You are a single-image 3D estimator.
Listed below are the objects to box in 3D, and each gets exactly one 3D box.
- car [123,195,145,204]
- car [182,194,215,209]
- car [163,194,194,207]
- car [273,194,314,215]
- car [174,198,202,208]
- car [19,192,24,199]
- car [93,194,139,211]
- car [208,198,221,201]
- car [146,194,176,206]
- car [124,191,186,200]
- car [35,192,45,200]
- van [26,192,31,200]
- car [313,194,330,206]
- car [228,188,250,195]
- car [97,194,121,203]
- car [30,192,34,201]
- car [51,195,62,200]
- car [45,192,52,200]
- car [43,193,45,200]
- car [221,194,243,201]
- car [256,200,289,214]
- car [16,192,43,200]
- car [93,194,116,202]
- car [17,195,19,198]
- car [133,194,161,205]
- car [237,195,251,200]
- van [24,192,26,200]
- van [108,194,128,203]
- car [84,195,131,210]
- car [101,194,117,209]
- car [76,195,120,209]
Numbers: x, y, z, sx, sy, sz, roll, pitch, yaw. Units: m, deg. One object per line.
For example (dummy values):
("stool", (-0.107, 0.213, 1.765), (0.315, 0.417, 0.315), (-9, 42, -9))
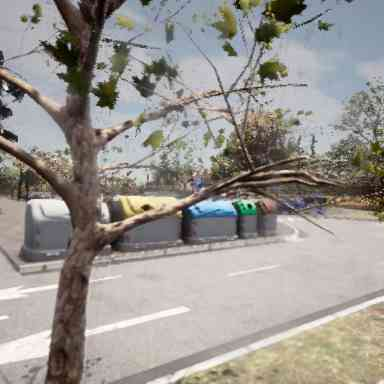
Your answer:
("car", (-12.621, 1.685, 72.458), (2.185, 1.767, 4.553), (1, -2, 35))
("car", (1.180, 1.543, 52.599), (2.435, 2.045, 5.566), (1, -2, 35))
("car", (-2.235, 1.550, 57.614), (2.435, 2.045, 5.566), (1, -2, 35))
("car", (11.544, 1.533, 37.757), (2.435, 2.045, 5.566), (1, -2, 35))
("car", (-0.558, 1.826, 55.073), (2.163, 1.488, 4.792), (1, -2, 35))
("car", (-35.256, 0.994, 75.455), (2.435, 2.045, 5.566), (0, -1, 35))
("car", (-8.290, 1.090, 36.516), (2.185, 1.767, 4.553), (0, -1, 35))
("car", (4.650, 1.667, 47.681), (2.185, 1.767, 4.553), (1, -2, 35))
("car", (-5.724, 1.551, 62.530), (2.435, 2.045, 5.566), (1, -2, 35))
("car", (-3.214, 0.959, 29.223), (2.435, 2.045, 5.566), (1, -1, 35))
("car", (-26.850, 1.112, 63.251), (2.185, 1.767, 4.553), (0, -1, 35))
("van", (-31.957, 1.015, 70.470), (1.878, 1.987, 4.442), (1, -1, 35))
("car", (15.673, 0.936, 43.827), (1.882, 1.535, 5.008), (2, 2, -34))
("car", (7.666, 0.041, 55.503), (1.994, 1.385, 4.181), (2, 3, -34))
("car", (-21.219, 1.567, 84.869), (2.435, 2.045, 5.566), (1, -2, 35))
("car", (-28.524, 1.241, 65.710), (2.231, 1.521, 4.892), (1, -1, 35))
("car", (-18.398, 1.228, 51.125), (2.097, 1.535, 5.008), (1, -1, 35))
("car", (-20.182, 1.224, 53.397), (1.946, 1.575, 5.366), (1, -1, 35))
("car", (-21.761, 1.263, 56.009), (2.163, 1.488, 4.792), (0, -1, 35))
("car", (6.381, 1.665, 45.198), (2.185, 1.767, 4.553), (1, -2, 35))
("car", (9.808, 1.786, 40.209), (2.231, 1.521, 4.892), (1, -2, 35))
("car", (-40.336, 0.997, 82.694), (2.435, 2.045, 5.566), (1, -1, 35))
("car", (-22.931, 1.570, 87.406), (2.435, 2.045, 5.566), (1, -2, 35))
("car", (-36.943, 0.996, 77.887), (2.435, 2.045, 5.566), (0, -1, 35))
("car", (-9.133, 1.558, 67.544), (2.435, 2.045, 5.566), (1, -2, 35))
("car", (8.064, 1.660, 42.668), (2.185, 1.767, 4.553), (1, -2, 35))
("van", (-33.644, 1.016, 72.901), (1.878, 1.987, 4.442), (1, -1, 35))
("van", (-17.704, 1.596, 80.029), (1.878, 1.987, 4.442), (1, -2, 35))
("car", (-9.859, 1.219, 39.124), (1.946, 1.575, 5.366), (0, -1, 35))
("car", (-6.588, 1.215, 34.104), (2.231, 1.521, 4.892), (0, -1, 35))
("car", (-11.644, 1.222, 41.394), (2.231, 1.521, 4.892), (0, -1, 35))
